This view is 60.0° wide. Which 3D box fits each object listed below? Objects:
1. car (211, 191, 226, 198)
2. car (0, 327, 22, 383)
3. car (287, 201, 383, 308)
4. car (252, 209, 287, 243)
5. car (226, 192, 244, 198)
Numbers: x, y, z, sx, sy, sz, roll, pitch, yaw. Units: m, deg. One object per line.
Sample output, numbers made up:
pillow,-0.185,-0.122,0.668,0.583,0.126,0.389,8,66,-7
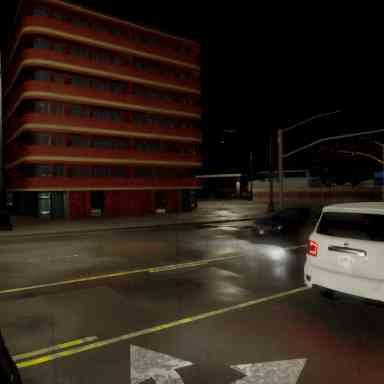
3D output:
car,7.393,0.671,89.321,4.611,1.667,2.242,-1,1,-35
car,-3.674,1.222,1.131,5.566,2.045,2.150,0,0,-35
car,4.767,1.217,7.130,5.566,2.045,2.150,0,0,-35
car,4.996,1.503,16.081,4.674,1.442,1.812,0,0,-35
car,11.360,0.817,85.096,3.806,1.475,1.970,-1,1,-35
